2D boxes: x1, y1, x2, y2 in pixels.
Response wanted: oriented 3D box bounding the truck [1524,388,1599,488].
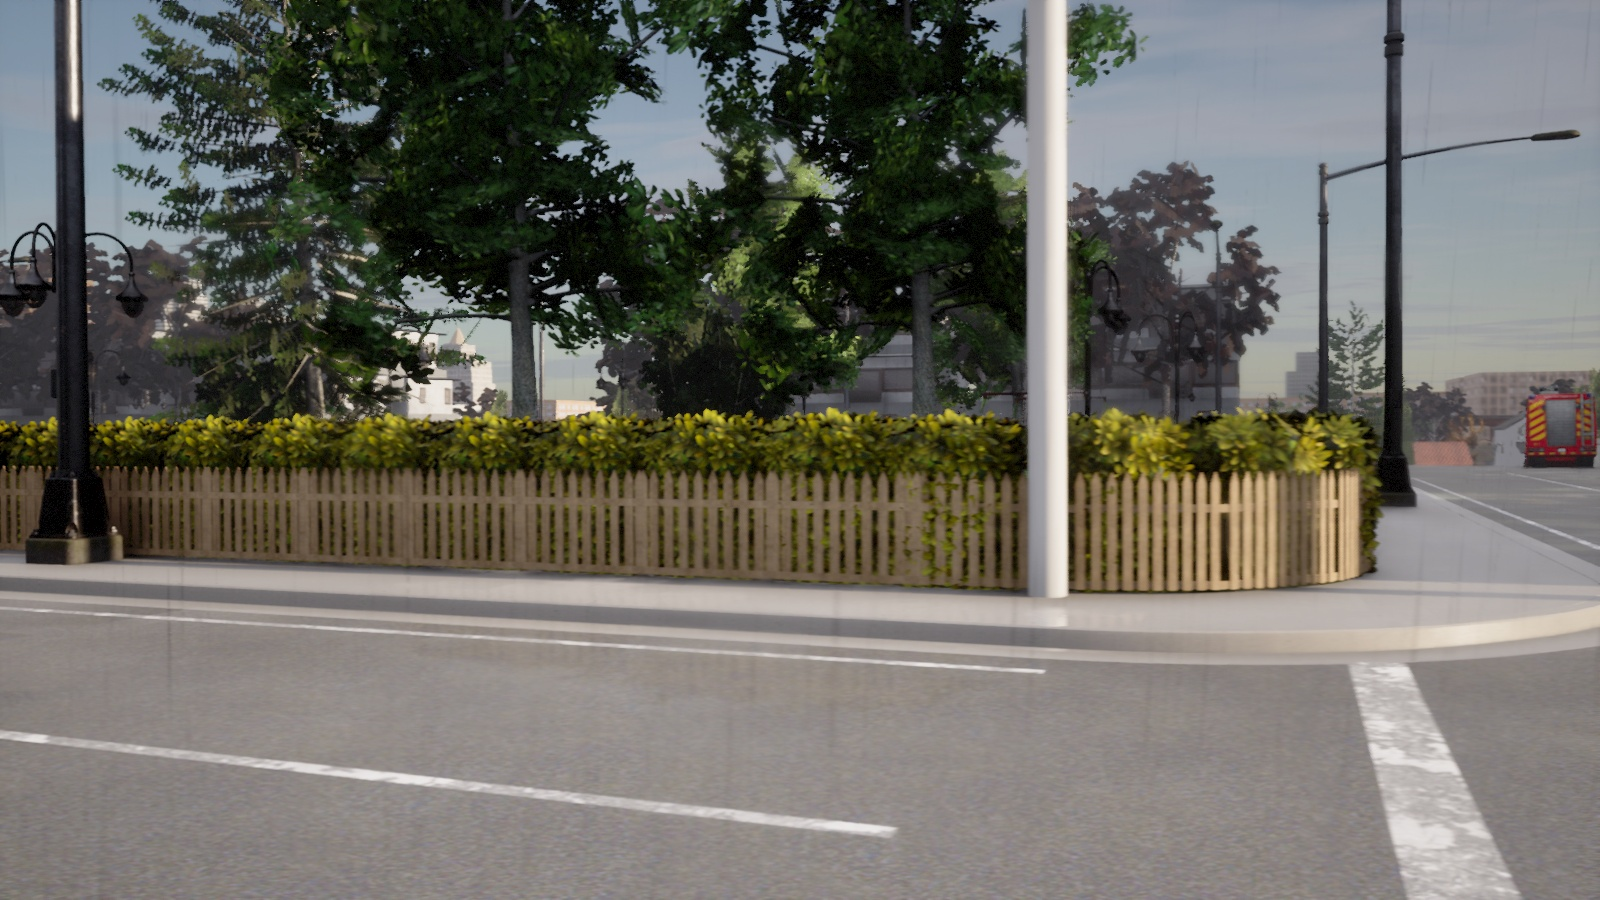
[{"bbox_3d":[38.262,-0.427,63.271,2.891,3.827,8.468,-1,-8,29],"label":"truck"}]
